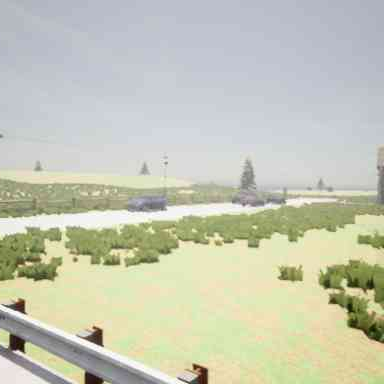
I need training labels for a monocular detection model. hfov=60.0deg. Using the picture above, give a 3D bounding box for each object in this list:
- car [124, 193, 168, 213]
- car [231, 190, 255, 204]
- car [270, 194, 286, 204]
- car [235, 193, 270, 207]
[{"bbox_3d":[-4.348,0.974,32.005,2.097,1.767,4.553,3,2,33],"label":"car"},{"bbox_3d":[7.930,0.803,50.562,2.150,2.045,5.566,3,1,33],"label":"car"},{"bbox_3d":[13.463,1.059,53.179,2.097,1.767,4.553,3,1,33],"label":"car"},{"bbox_3d":[8.290,1.270,45.203,2.033,1.411,5.357,3,1,34],"label":"car"}]
